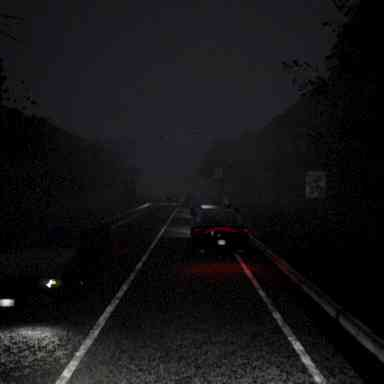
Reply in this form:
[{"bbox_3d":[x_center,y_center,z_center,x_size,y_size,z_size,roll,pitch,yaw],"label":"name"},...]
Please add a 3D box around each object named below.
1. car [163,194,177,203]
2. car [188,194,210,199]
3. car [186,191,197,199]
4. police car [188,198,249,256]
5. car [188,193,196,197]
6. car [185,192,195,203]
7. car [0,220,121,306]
[{"bbox_3d":[-3.176,0.898,48.593,1.895,1.301,4.718,0,1,0],"label":"car"},{"bbox_3d":[0.858,1.173,22.350,1.882,1.535,5.008,0,1,0],"label":"car"},{"bbox_3d":[-0.119,0.588,63.212,1.895,1.301,4.718,0,1,0],"label":"car"},{"bbox_3d":[0.877,1.254,12.460,1.930,1.638,5.238,0,1,0],"label":"police car"},{"bbox_3d":[0.847,1.092,28.350,1.882,1.535,5.008,0,1,0],"label":"car"},{"bbox_3d":[-0.090,0.793,48.237,2.128,1.511,4.902,0,1,0],"label":"car"},{"bbox_3d":[-3.117,1.435,8.231,2.033,1.411,5.357,0,1,0],"label":"car"}]
